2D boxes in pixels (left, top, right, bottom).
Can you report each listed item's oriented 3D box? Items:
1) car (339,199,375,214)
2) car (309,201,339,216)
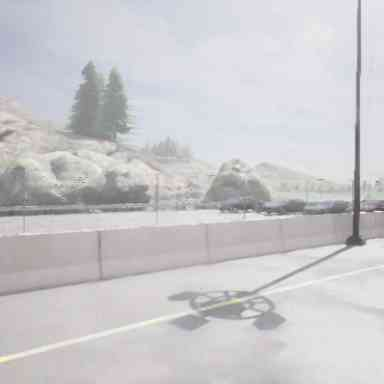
[{"bbox_3d":[13.309,1.280,24.377,4.674,1.442,1.812,0,1,-28],"label":"car"},{"bbox_3d":[11.662,1.403,27.468,5.357,1.411,2.033,0,1,-28],"label":"car"}]
